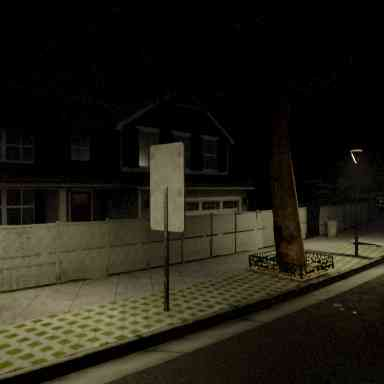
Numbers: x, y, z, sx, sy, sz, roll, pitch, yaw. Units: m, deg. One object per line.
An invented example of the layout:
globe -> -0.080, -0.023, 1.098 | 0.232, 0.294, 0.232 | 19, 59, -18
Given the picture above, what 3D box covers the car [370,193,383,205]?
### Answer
car -> 33.654, 1.212, 59.403 | 2.150, 2.045, 5.566 | 0, 0, 10
